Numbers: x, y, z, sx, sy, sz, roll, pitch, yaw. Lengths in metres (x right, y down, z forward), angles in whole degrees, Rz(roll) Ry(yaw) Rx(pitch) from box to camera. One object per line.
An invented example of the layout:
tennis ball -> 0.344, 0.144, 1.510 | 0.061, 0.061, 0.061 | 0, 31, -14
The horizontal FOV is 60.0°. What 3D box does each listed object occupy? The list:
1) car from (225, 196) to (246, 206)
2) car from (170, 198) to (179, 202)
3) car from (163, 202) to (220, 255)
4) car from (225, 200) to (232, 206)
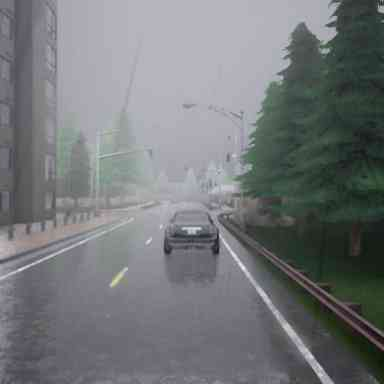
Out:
car -> 8.402, 1.749, 64.138 | 3.866, 1.878, 1.905 | 0, -1, -1
car -> -4.277, 2.298, 82.476 | 1.994, 1.385, 4.181 | 0, -1, -1
car -> -0.005, 1.483, 14.082 | 2.097, 1.767, 4.553 | 0, -1, 0
car -> 8.818, 1.724, 61.628 | 4.605, 1.855, 1.932 | 0, -1, -1
